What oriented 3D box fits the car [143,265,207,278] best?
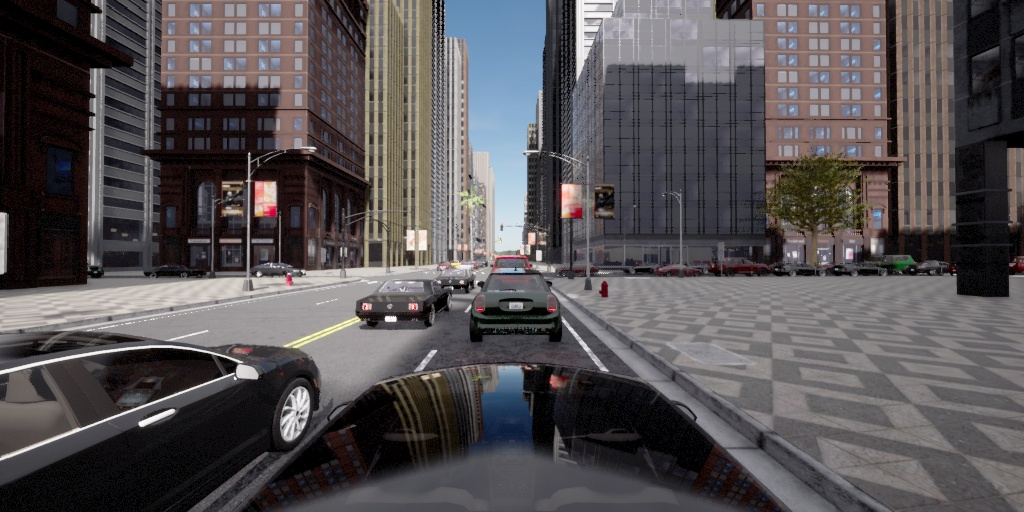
[{"bbox_3d":[-32.663,1.573,34.903,4.718,1.301,1.895,0,-1,0],"label":"car"}]

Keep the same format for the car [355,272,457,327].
[{"bbox_3d":[-3.168,1.361,11.587,1.895,1.301,4.718,0,0,0],"label":"car"}]

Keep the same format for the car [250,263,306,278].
[{"bbox_3d":[-22.716,1.419,34.914,4.902,1.511,2.128,0,-1,0],"label":"car"}]

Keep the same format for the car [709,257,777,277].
[{"bbox_3d":[20.893,1.042,33.057,5.009,1.841,2.192,0,0,-1],"label":"car"}]

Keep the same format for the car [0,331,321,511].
[{"bbox_3d":[-3.151,1.255,2.267,1.837,1.490,4.892,0,0,0],"label":"car"}]

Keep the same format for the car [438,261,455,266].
[{"bbox_3d":[-9.942,1.504,53.158,1.812,1.442,4.674,0,0,-3],"label":"car"}]

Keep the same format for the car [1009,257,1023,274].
[{"bbox_3d":[49.081,0.974,33.550,5.009,1.841,2.192,0,0,-1],"label":"car"}]

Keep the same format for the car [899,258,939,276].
[{"bbox_3d":[42.522,1.229,36.067,4.674,1.442,1.812,0,-1,-1],"label":"car"}]

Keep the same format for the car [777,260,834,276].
[{"bbox_3d":[26.530,1.276,33.155,4.313,1.339,1.948,0,0,-1],"label":"car"}]

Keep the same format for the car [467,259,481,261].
[{"bbox_3d":[-6.694,1.635,61.067,1.895,1.301,4.718,0,0,0],"label":"car"}]

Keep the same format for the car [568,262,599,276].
[{"bbox_3d":[6.927,1.370,38.588,4.674,1.442,1.812,0,-1,-1],"label":"car"}]

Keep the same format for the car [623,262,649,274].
[{"bbox_3d":[15.107,1.413,41.482,4.313,1.339,1.948,0,0,-1],"label":"car"}]

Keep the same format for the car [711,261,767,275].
[{"bbox_3d":[24.535,1.292,38.894,4.892,1.490,1.837,0,-1,-1],"label":"car"}]

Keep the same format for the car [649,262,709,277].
[{"bbox_3d":[15.254,1.328,32.958,4.207,1.307,1.802,0,0,-1],"label":"car"}]

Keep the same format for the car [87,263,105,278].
[{"bbox_3d":[-43.300,1.242,34.899,5.566,2.045,2.150,0,-1,0],"label":"car"}]

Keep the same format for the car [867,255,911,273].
[{"bbox_3d":[40.440,0.955,39.108,5.566,2.045,2.150,-2,-1,2],"label":"car"}]

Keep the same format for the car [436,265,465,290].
[{"bbox_3d":[-3.189,1.388,20.756,1.895,1.301,4.718,0,0,0],"label":"car"}]

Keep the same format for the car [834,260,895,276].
[{"bbox_3d":[32.166,1.261,33.254,4.313,1.339,1.948,0,0,-1],"label":"car"}]

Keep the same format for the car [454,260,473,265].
[{"bbox_3d":[-6.696,1.571,51.903,1.895,1.301,4.718,0,0,0],"label":"car"}]

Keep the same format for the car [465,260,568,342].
[{"bbox_3d":[0.081,1.109,9.940,2.097,1.767,4.553,0,0,0],"label":"car"}]

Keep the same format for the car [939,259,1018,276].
[{"bbox_3d":[43.442,1.215,33.452,4.507,1.381,1.888,0,0,-1],"label":"car"}]

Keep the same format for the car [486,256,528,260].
[{"bbox_3d":[-0.036,1.003,19.461,2.150,2.045,5.566,0,0,0],"label":"car"}]
